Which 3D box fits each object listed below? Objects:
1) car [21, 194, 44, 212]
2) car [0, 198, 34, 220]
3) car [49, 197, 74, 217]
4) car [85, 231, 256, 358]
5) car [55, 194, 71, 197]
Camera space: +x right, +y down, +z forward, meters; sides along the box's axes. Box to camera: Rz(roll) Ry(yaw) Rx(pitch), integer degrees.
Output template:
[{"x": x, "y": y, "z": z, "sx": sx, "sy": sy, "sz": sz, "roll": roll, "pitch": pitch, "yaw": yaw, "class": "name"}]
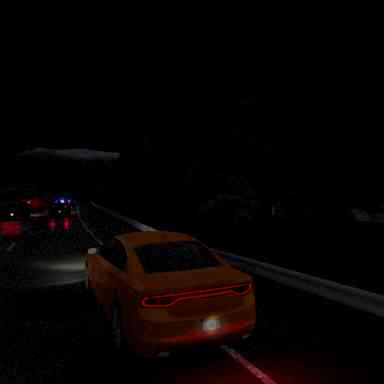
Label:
[{"x": -18.868, "y": 1.221, "z": 39.180, "sx": 2.150, "sy": 2.045, "sz": 5.566, "roll": 0, "pitch": 0, "yaw": -20, "class": "car"}, {"x": -14.977, "y": 1.504, "z": 28.379, "sx": 1.837, "sy": 1.490, "sz": 4.892, "roll": 0, "pitch": 0, "yaw": -20, "class": "car"}, {"x": -12.348, "y": 1.491, "z": 31.249, "sx": 2.128, "sy": 1.511, "sz": 4.902, "roll": 0, "pitch": 0, "yaw": -20, "class": "car"}, {"x": -0.820, "y": 1.478, "z": 6.327, "sx": 1.882, "sy": 1.535, "sz": 5.008, "roll": 0, "pitch": 0, "yaw": -25, "class": "car"}, {"x": -15.894, "y": 1.221, "z": 41.104, "sx": 2.150, "sy": 2.045, "sz": 5.566, "roll": 0, "pitch": 0, "yaw": -19, "class": "car"}]
